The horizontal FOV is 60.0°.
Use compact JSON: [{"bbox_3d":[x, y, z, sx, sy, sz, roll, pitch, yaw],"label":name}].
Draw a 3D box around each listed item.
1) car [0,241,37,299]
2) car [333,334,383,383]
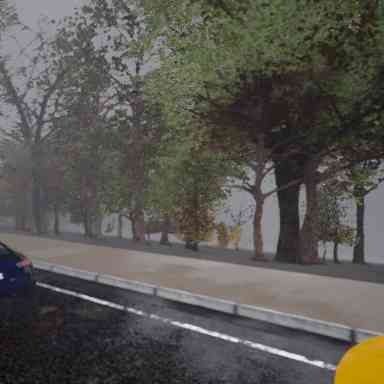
[{"bbox_3d":[-5.381,1.614,7.522,4.181,1.385,1.994,0,0,36],"label":"car"},{"bbox_3d":[3.249,1.466,1.367,5.008,1.535,1.882,0,0,36],"label":"car"}]
